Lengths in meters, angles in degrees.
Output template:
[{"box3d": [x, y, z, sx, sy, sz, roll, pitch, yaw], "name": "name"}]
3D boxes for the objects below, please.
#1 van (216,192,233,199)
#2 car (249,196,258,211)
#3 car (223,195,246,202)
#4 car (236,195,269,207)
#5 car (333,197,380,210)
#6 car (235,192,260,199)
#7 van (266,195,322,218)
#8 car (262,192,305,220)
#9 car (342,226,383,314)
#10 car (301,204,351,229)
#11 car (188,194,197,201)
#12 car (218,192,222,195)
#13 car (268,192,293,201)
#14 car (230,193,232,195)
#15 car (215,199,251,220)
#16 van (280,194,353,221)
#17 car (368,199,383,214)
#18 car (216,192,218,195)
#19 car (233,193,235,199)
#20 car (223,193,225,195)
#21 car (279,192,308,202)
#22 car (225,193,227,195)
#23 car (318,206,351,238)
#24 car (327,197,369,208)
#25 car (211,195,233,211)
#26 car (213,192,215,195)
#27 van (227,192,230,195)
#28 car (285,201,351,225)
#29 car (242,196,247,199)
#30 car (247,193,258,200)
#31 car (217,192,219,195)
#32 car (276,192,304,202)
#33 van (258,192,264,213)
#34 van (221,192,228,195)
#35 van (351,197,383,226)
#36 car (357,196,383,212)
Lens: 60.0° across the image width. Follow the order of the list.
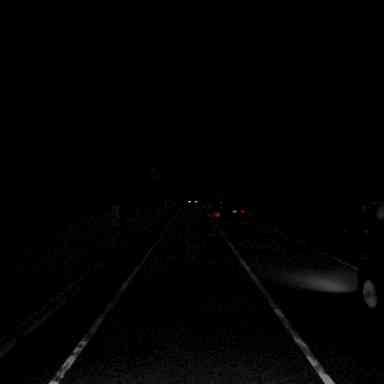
[{"box3d": [9.254, 1.075, 94.574, 4.442, 1.987, 1.878, 0, 0, 0], "name": "van"}, {"box3d": [9.027, 1.510, 35.709, 4.892, 1.521, 2.231, 0, 0, 0], "name": "car"}, {"box3d": [9.126, 1.382, 72.151, 4.792, 1.488, 2.163, 0, 0, 0], "name": "car"}, {"box3d": [9.027, 1.323, 49.724, 4.553, 1.767, 2.185, 0, 0, 0], "name": "car"}, {"box3d": [21.943, 1.515, 44.494, 5.366, 1.575, 1.946, 0, 0, 0], "name": "car"}, {"box3d": [9.021, 1.221, 44.117, 5.566, 2.045, 2.435, 0, 0, 0], "name": "car"}, {"box3d": [9.141, 1.307, 30.101, 4.442, 1.987, 1.878, 0, 0, 0], "name": "van"}, {"box3d": [8.992, 1.293, 27.297, 5.566, 2.045, 2.435, 0, 0, 0], "name": "car"}, {"box3d": [4.231, 1.531, 4.780, 1.837, 1.490, 4.892, 0, 0, 0], "name": "car"}, {"box3d": [9.001, 1.607, 18.886, 4.674, 1.452, 2.002, 0, 0, 0], "name": "car"}, {"box3d": [0.239, 1.312, 79.914, 1.882, 1.535, 5.008, 0, 0, 0], "name": "car"}, {"box3d": [9.287, 1.338, 74.954, 5.366, 1.575, 1.946, 0, 0, 0], "name": "car"}, {"box3d": [22.169, 1.111, 83.510, 5.566, 2.045, 2.435, 0, 0, 0], "name": "car"}, {"box3d": [9.099, 1.299, 55.331, 4.553, 1.767, 2.185, 0, 0, 0], "name": "car"}, {"box3d": [3.376, 1.568, 28.489, 2.033, 1.411, 5.357, 0, 0, 1], "name": "car"}, {"box3d": [9.131, 1.331, 24.496, 4.442, 1.987, 1.878, 0, 0, 0], "name": "van"}, {"box3d": [22.085, 1.584, 36.167, 4.792, 1.488, 2.163, 0, 0, 0], "name": "car"}, {"box3d": [9.087, 1.344, 83.362, 4.792, 1.488, 2.163, 0, 0, 0], "name": "car"}, {"box3d": [9.026, 1.209, 46.921, 5.566, 2.045, 2.435, 0, 0, 0], "name": "car"}, {"box3d": [9.058, 1.406, 66.544, 4.792, 1.488, 2.163, 0, 0, 0], "name": "car"}, {"box3d": [22.150, 1.148, 72.493, 5.566, 2.045, 2.435, 0, 0, 0], "name": "car"}, {"box3d": [9.072, 1.400, 60.938, 5.008, 1.535, 2.097, 0, 0, 0], "name": "car"}, {"box3d": [9.029, 1.598, 16.078, 4.792, 1.488, 2.163, 0, 0, 0], "name": "car"}, {"box3d": [22.139, 1.508, 47.271, 4.892, 1.521, 2.231, 0, 0, 0], "name": "car"}, {"box3d": [3.386, 1.480, 40.660, 2.128, 1.511, 4.902, 0, 0, 1], "name": "car"}, {"box3d": [9.156, 1.056, 88.967, 5.566, 2.045, 2.435, 0, 0, 0], "name": "car"}, {"box3d": [8.957, 1.186, 58.134, 4.442, 1.987, 1.878, 0, 0, 0], "name": "van"}, {"box3d": [9.015, 1.563, 21.689, 4.892, 1.521, 2.231, 0, 0, 0], "name": "car"}, {"box3d": [9.041, 1.525, 41.315, 4.674, 1.452, 2.002, 0, 0, 0], "name": "car"}, {"box3d": [9.070, 1.371, 38.511, 4.553, 1.767, 2.185, 0, 0, 0], "name": "car"}, {"box3d": [9.102, 1.330, 77.754, 5.008, 1.535, 2.097, 0, 0, 0], "name": "car"}, {"box3d": [22.154, 1.136, 75.154, 5.566, 2.045, 2.435, 0, 0, 0], "name": "car"}, {"box3d": [9.146, 1.295, 32.904, 4.442, 1.987, 1.878, 0, 0, 0], "name": "van"}, {"box3d": [8.976, 1.138, 69.347, 4.442, 1.987, 1.878, 0, 0, 0], "name": "van"}, {"box3d": [9.112, 1.338, 13.275, 4.442, 1.987, 1.878, 0, 0, 0], "name": "van"}, {"box3d": [22.150, 1.417, 38.943, 4.553, 1.767, 2.185, 0, 0, 0], "name": "car"}]
